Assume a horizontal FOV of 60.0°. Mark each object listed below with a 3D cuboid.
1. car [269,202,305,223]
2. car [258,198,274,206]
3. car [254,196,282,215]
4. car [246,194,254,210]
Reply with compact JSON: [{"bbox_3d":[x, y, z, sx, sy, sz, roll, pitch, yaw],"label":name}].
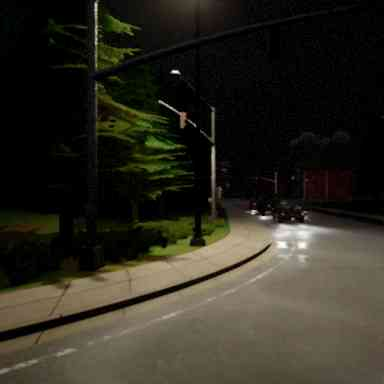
[{"bbox_3d":[7.798,1.744,27.244,1.895,1.301,4.718,0,0,5],"label":"car"},{"bbox_3d":[13.940,1.824,62.698,2.128,1.511,4.902,0,0,3],"label":"car"},{"bbox_3d":[8.670,1.419,37.260,2.150,2.045,5.566,0,0,5],"label":"car"},{"bbox_3d":[9.430,1.606,47.530,2.097,1.767,4.553,0,0,4],"label":"car"}]
